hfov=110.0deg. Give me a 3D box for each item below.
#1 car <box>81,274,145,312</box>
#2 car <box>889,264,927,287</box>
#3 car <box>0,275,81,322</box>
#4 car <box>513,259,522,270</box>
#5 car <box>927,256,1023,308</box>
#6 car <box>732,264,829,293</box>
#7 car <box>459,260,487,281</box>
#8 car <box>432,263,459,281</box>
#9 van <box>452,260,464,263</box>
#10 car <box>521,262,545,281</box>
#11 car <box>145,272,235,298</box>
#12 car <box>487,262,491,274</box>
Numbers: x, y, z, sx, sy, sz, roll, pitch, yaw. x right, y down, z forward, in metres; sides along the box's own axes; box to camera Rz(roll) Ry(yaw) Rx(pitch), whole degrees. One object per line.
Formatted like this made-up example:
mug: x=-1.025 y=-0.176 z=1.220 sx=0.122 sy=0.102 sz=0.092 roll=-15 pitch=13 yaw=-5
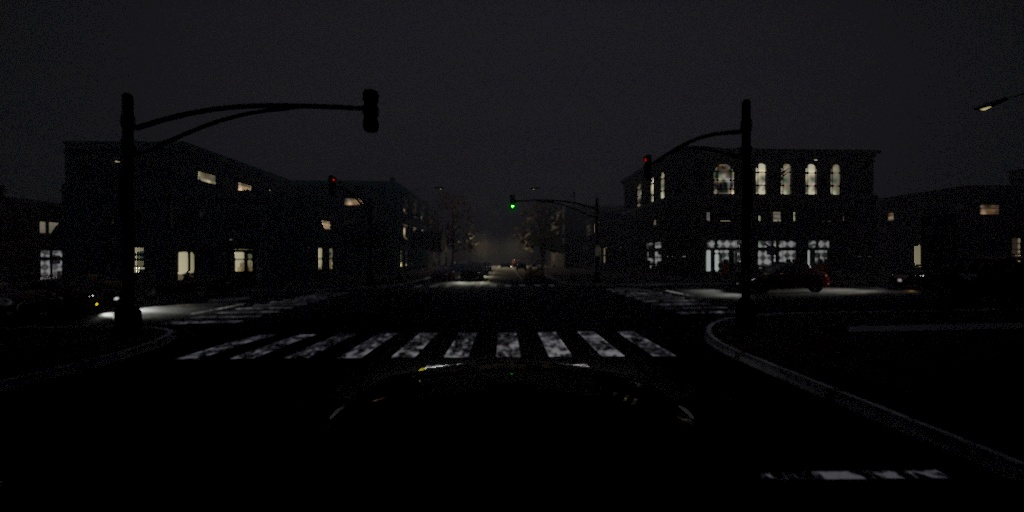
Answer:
car: x=-18.542 y=1.629 z=14.941 sx=4.181 sy=1.385 sz=1.994 roll=-1 pitch=0 yaw=-2
car: x=23.658 y=1.034 z=19.701 sx=4.902 sy=1.511 sz=2.128 roll=-1 pitch=0 yaw=-2
car: x=-18.264 y=1.508 z=12.388 sx=4.097 sy=1.591 sz=1.967 roll=0 pitch=0 yaw=-2
car: x=1.575 y=1.709 z=61.040 sx=2.007 sy=1.370 sz=4.403 roll=0 pitch=0 yaw=-1
car: x=19.733 y=0.918 z=13.763 sx=5.009 sy=1.841 sz=2.192 roll=0 pitch=0 yaw=-2
car: x=14.433 y=1.182 z=19.360 sx=4.674 sy=1.442 sz=1.812 roll=-1 pitch=0 yaw=-2
car: x=-3.699 y=1.453 z=33.969 sx=1.882 sy=1.535 sz=5.008 roll=0 pitch=0 yaw=-1
car: x=-6.275 y=1.553 z=33.154 sx=1.802 sy=1.307 sz=4.207 roll=0 pitch=0 yaw=-1
van: x=-6.486 y=1.388 z=44.244 sx=1.690 sy=1.789 sz=3.998 roll=0 pitch=0 yaw=-1
car: x=2.100 y=1.493 z=33.484 sx=1.751 sy=1.417 sz=4.829 roll=0 pitch=0 yaw=-1
car: x=-18.542 y=1.618 z=20.731 sx=4.313 sy=1.339 sz=1.948 roll=0 pitch=0 yaw=-2
car: x=-3.893 y=1.522 z=44.010 sx=1.882 sy=1.535 sz=5.008 roll=0 pitch=0 yaw=-1
